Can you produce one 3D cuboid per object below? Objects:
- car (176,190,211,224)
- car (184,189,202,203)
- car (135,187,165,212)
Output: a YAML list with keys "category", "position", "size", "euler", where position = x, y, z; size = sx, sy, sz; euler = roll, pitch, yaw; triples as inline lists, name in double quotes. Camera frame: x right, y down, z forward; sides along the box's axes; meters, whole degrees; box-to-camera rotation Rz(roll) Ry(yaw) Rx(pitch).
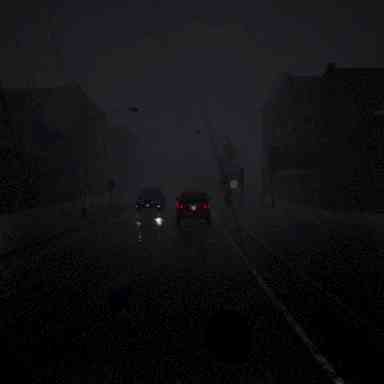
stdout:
- category: "car"
  position: [0.090, 0.916, 22.184]
  size: [2.150, 2.045, 5.566]
  euler: [0, 2, 0]
- category: "car"
  position: [0.077, 0.449, 41.195]
  size: [2.128, 1.511, 4.902]
  euler: [0, 2, 0]
- category: "car"
  position: [-3.616, 0.624, 29.830]
  size: [2.150, 2.045, 5.566]
  euler: [0, 2, 0]
